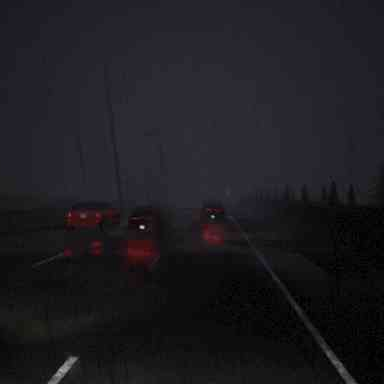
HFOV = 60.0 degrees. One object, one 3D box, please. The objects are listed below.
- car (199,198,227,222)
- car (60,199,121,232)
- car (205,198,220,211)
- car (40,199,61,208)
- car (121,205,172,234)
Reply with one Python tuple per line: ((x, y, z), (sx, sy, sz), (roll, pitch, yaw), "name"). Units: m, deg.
((1.629, 1.495, 25.943), (1.837, 1.490, 4.892), (0, 0, 4), "car")
((-5.752, 1.323, 20.102), (2.097, 1.767, 4.553), (0, 0, 4), "car")
((2.665, 1.510, 42.296), (1.812, 1.442, 4.674), (0, 0, 4), "car")
((-12.209, 1.423, 30.850), (1.882, 1.535, 5.008), (0, 0, 4), "car")
((-2.322, 1.487, 18.912), (1.837, 1.490, 4.892), (0, 0, 4), "car")
